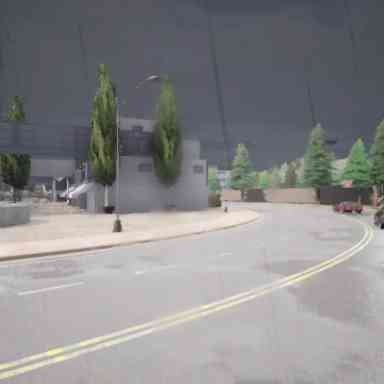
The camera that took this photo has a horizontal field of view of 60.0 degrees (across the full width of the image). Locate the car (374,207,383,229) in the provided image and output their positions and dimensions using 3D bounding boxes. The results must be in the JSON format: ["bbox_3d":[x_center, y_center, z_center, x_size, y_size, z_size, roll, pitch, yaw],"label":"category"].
[{"bbox_3d":[13.248,1.633,21.874,1.994,1.385,4.181,0,0,23],"label":"car"}]

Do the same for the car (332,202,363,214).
[{"bbox_3d":[16.988,1.738,36.626,1.895,1.301,4.718,0,0,6],"label":"car"}]
